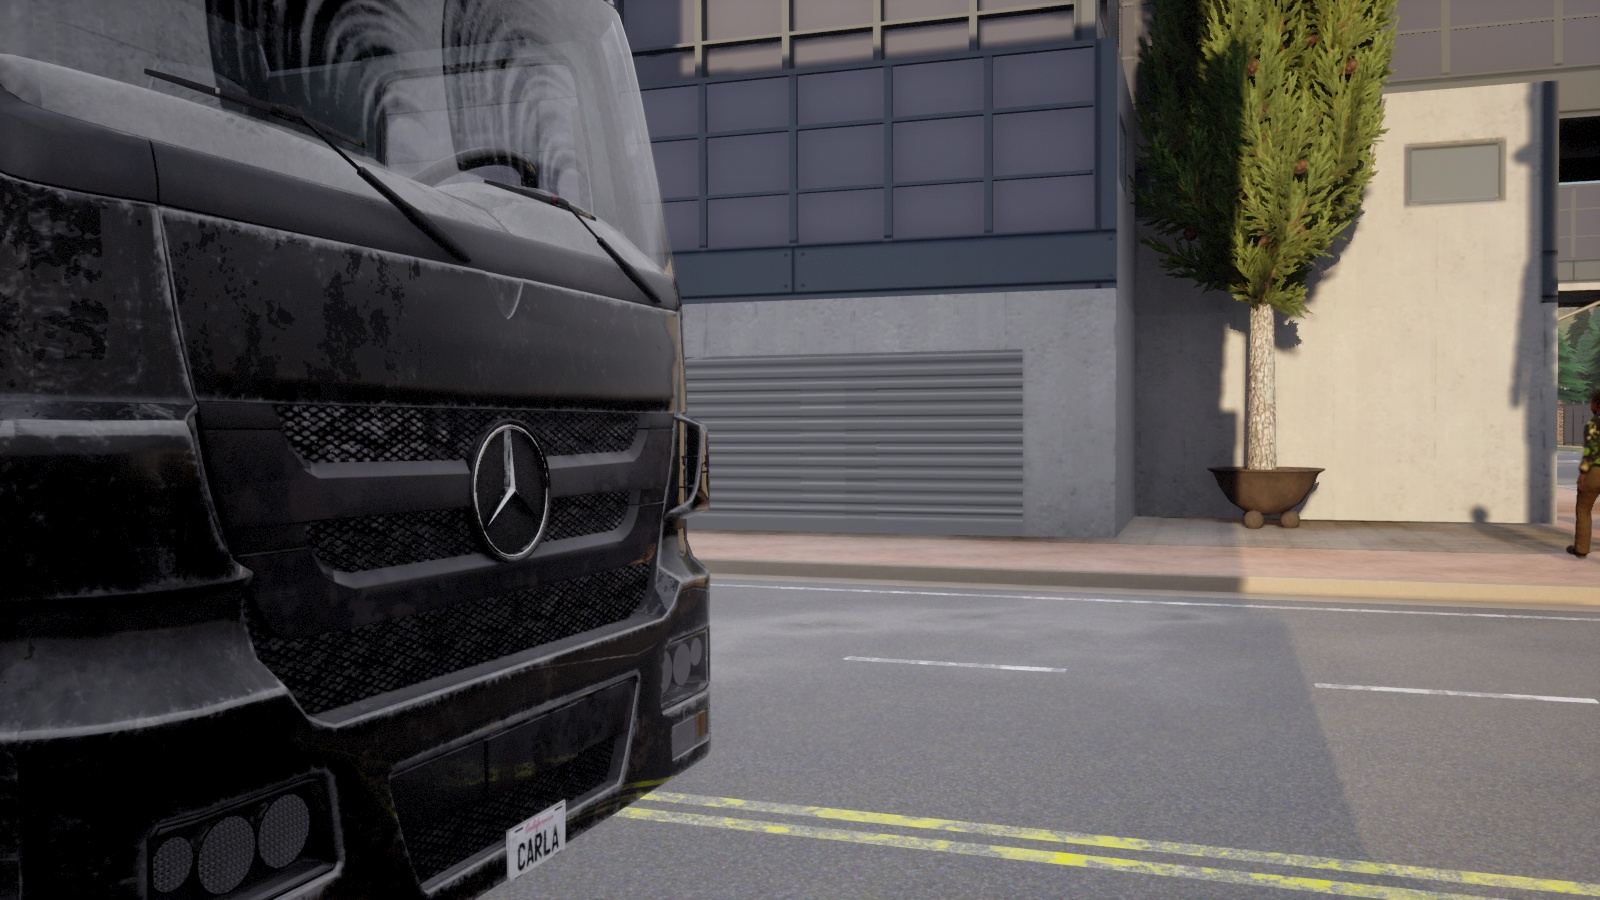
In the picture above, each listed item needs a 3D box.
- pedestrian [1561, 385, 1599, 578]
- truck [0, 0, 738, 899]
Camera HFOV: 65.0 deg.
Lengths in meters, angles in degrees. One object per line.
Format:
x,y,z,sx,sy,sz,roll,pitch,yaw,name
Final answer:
8.181,0.310,12.838,0.395,1.930,0.692,0,1,5,pedestrian
-4.464,-0.248,4.736,7.936,3.462,2.891,1,1,20,truck
